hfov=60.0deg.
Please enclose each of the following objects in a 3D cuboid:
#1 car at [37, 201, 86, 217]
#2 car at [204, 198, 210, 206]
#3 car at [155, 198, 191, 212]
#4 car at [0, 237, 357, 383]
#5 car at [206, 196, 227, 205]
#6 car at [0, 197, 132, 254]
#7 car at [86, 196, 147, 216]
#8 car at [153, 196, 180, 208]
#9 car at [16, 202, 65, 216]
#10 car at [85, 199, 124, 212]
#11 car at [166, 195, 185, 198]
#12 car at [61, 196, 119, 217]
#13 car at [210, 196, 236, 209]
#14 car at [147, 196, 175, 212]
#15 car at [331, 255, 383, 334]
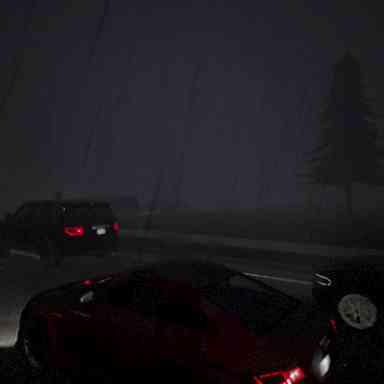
[{"bbox_3d":[-14.023,1.761,35.881,1.812,1.442,4.674,-1,0,36],"label":"car"},{"bbox_3d":[4.034,1.721,60.575,2.128,1.511,4.902,-1,0,37],"label":"car"},{"bbox_3d":[-1.992,1.746,40.495,1.994,1.385,4.181,-1,0,36],"label":"car"},{"bbox_3d":[-0.391,1.584,4.265,4.181,1.385,1.994,0,0,35],"label":"car"},{"bbox_3d":[5.015,1.659,67.760,2.097,1.767,4.553,-1,0,36],"label":"car"},{"bbox_3d":[-4.980,1.303,11.801,5.566,2.045,2.150,0,0,36],"label":"car"},{"bbox_3d":[-7.505,1.405,32.930,2.150,2.045,5.566,-1,0,37],"label":"car"},{"bbox_3d":[-4.198,1.610,55.281,2.097,1.767,4.553,-1,0,36],"label":"car"},{"bbox_3d":[-17.072,1.862,37.638,1.895,1.301,4.718,-1,0,36],"label":"car"},{"bbox_3d":[-11.728,1.737,44.967,1.882,1.535,5.008,-1,0,36],"label":"car"},{"bbox_3d":[-3.159,1.454,50.773,2.150,2.045,5.566,-1,0,36],"label":"car"},{"bbox_3d":[-10.509,1.431,34.763,2.150,2.045,5.566,-1,0,36],"label":"car"},{"bbox_3d":[4.991,1.744,50.062,1.994,1.385,4.181,-1,0,36],"label":"car"},{"bbox_3d":[-4.818,1.685,42.563,1.882,1.535,5.008,-1,0,36],"label":"car"},{"bbox_3d":[4.473,1.471,5.099,5.008,1.535,1.882,0,0,35],"label":"car"}]
